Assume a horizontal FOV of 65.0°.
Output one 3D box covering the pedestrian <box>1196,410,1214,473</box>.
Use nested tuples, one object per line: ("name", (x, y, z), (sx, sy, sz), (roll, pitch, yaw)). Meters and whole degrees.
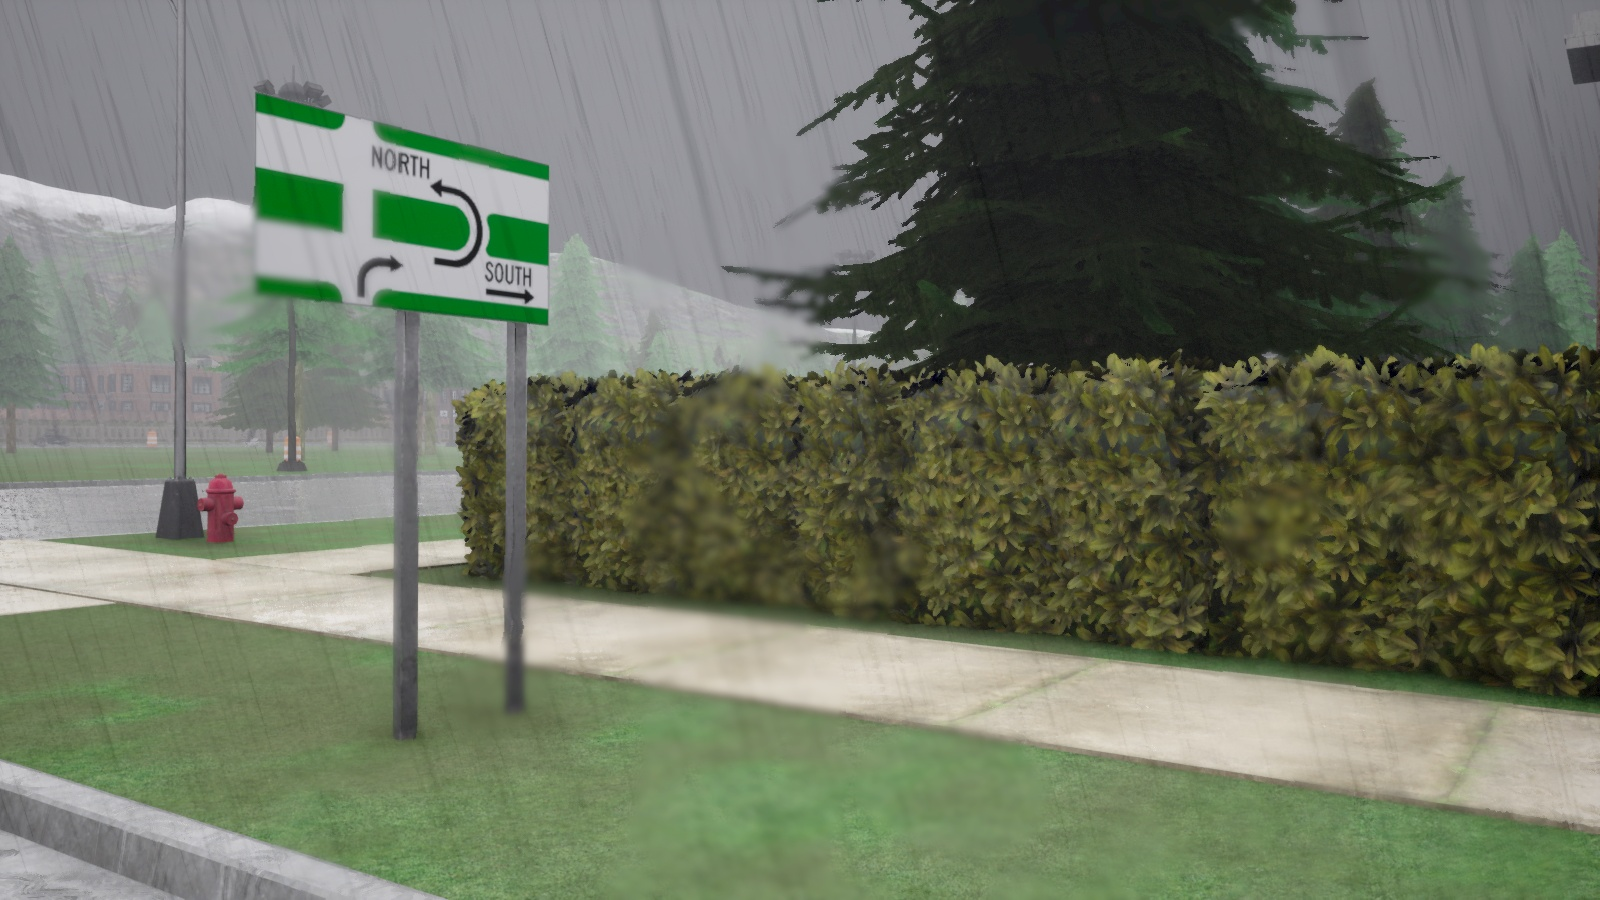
("pedestrian", (12.020, -0.257, 37.245), (0.345, 1.836, 0.594), (0, 1, 34))
